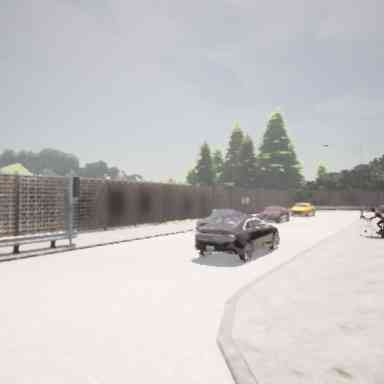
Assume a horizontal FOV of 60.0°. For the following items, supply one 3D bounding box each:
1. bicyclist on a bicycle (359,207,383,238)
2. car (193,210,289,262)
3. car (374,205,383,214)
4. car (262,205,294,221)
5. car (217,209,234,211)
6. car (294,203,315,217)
[{"bbox_3d":[9.653,1.630,17.402,1.656,1.620,0.582,0,-1,32],"label":"bicyclist on a bicycle"},{"bbox_3d":[1.908,1.668,13.032,2.128,1.511,4.902,0,-1,33],"label":"car"},{"bbox_3d":[27.668,2.288,45.197,5.357,1.411,2.033,0,-1,18],"label":"car"},{"bbox_3d":[7.340,1.941,29.630,1.812,1.442,4.674,0,-1,31],"label":"car"},{"bbox_3d":[2.264,1.830,21.418,2.033,1.411,5.357,0,-1,32],"label":"car"},{"bbox_3d":[12.862,2.038,38.527,1.882,1.535,5.008,0,-1,32],"label":"car"}]
